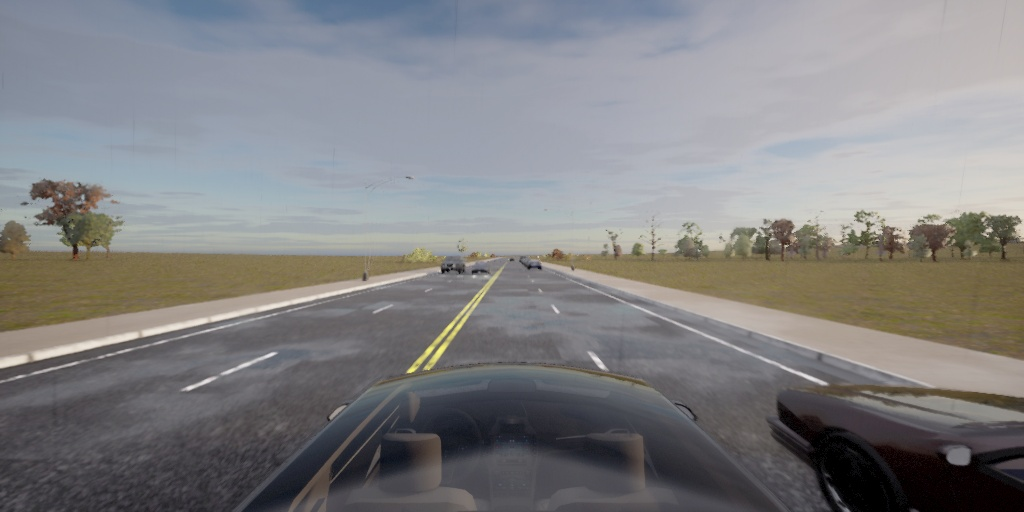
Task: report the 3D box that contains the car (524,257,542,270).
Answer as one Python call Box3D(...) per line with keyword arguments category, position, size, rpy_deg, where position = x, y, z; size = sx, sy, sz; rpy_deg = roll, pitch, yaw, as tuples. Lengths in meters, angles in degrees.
Box3D(category="car", position=(3.257, 1.247, 52.249), size=(2.163, 1.488, 4.792), rpy_deg=(0, 0, 0))

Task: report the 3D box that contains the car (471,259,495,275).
Box3D(category="car", position=(-3.327, 1.293, 39.329), size=(2.033, 1.411, 5.357), rpy_deg=(0, 0, 0))

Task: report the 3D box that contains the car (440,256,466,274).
Box3D(category="car", position=(-6.573, 0.967, 40.594), size=(2.150, 2.045, 5.566), rpy_deg=(0, 0, 0))

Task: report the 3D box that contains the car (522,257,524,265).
Box3D(category="car", position=(3.259, 1.304, 63.219), size=(1.994, 1.385, 4.181), rpy_deg=(0, 0, 0))

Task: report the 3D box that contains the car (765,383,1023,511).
Box3D(category="car", position=(3.350, 1.297, 0.941), size=(2.033, 1.411, 5.357), rpy_deg=(0, 0, 0))
